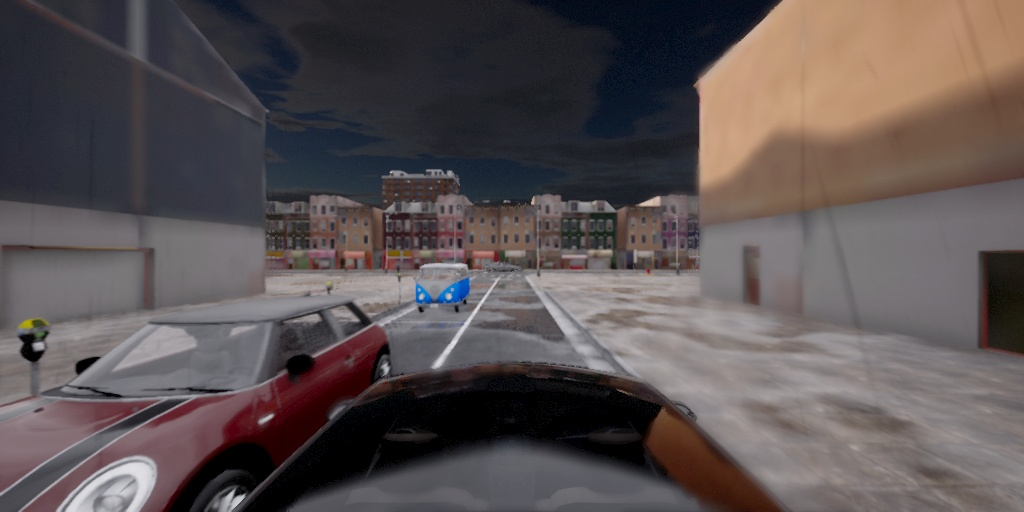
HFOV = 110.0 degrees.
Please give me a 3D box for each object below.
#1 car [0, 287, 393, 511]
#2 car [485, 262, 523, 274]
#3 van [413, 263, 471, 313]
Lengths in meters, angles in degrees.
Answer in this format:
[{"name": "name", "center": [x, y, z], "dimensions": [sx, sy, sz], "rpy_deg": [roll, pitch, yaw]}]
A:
[{"name": "car", "center": [-2.637, 1.201, 3.361], "dimensions": [1.967, 1.591, 4.097], "rpy_deg": [0, 0, 0]}, {"name": "car", "center": [-1.043, 1.550, 46.015], "dimensions": [4.902, 1.511, 2.128], "rpy_deg": [0, 0, 0]}, {"name": "van", "center": [-2.630, 1.174, 14.215], "dimensions": [1.690, 1.789, 3.998], "rpy_deg": [0, 0, 0]}]
